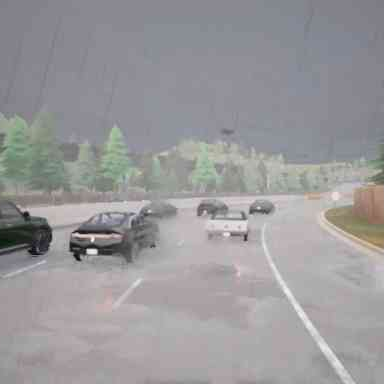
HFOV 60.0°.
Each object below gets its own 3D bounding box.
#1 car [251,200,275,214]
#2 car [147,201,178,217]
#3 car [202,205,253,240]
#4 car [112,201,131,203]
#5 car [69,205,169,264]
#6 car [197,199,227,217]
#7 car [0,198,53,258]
[{"bbox_3d":[7.012,1.429,33.025,1.994,1.385,4.181,0,0,22],"label":"car"},{"bbox_3d":[-2.579,1.411,26.969,1.994,1.385,4.181,0,0,17],"label":"car"},{"bbox_3d":[1.908,1.525,16.489,1.895,1.301,4.718,0,0,11],"label":"car"},{"bbox_3d":[-8.230,1.285,42.377,2.033,1.411,5.357,0,0,24],"label":"car"},{"bbox_3d":[-2.439,1.419,11.540,2.128,1.511,4.902,0,0,7],"label":"car"},{"bbox_3d":[1.863,1.362,29.349,1.837,1.490,4.892,0,0,19],"label":"car"},{"bbox_3d":[-6.243,1.139,9.497,2.150,2.045,5.566,0,0,6],"label":"car"}]
